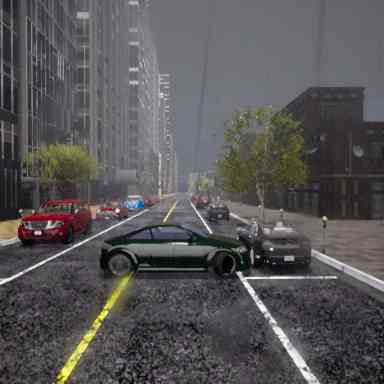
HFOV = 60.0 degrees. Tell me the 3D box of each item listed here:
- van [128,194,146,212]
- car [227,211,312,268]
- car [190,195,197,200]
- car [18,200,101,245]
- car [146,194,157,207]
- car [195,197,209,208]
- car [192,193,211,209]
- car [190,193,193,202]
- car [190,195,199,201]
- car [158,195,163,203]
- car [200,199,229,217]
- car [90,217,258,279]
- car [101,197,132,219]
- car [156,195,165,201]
[{"bbox_3d":[-6.670,1.320,38.569,1.690,1.788,3.998,-1,0,-1],"label":"van"},{"bbox_3d":[2.556,1.545,11.116,2.008,1.369,4.403,-1,0,-1],"label":"car"},{"bbox_3d":[0.425,1.532,88.570,1.802,1.307,4.206,-1,0,-1],"label":"car"},{"bbox_3d":[-6.181,1.307,15.707,2.192,1.841,5.009,-1,0,-1],"label":"car"},{"bbox_3d":[-6.956,1.288,49.634,2.192,1.841,5.009,-1,0,-1],"label":"car"},{"bbox_3d":[1.421,1.498,50.011,1.752,1.417,4.829,-1,0,-1],"label":"car"},{"bbox_3d":[1.565,1.291,44.308,2.192,1.841,5.009,-1,0,-1],"label":"car"},{"bbox_3d":[0.850,1.275,71.972,2.192,1.841,5.009,-1,0,-1],"label":"car"},{"bbox_3d":[0.568,1.519,83.037,1.947,1.339,4.313,-1,0,-1],"label":"car"},{"bbox_3d":[-7.381,1.507,66.234,1.887,1.381,4.507,-1,0,-1],"label":"car"},{"bbox_3d":[2.028,1.537,26.975,2.008,1.369,4.403,-1,0,-1],"label":"car"},{"bbox_3d":[-0.462,1.555,9.516,4.181,1.385,1.994,0,0,-1],"label":"car"},{"bbox_3d":[-6.375,1.426,26.775,1.967,1.590,4.097,-1,0,-1],"label":"car"},{"bbox_3d":[-7.806,1.478,82.662,1.752,1.417,4.829,-1,0,-1],"label":"car"}]
